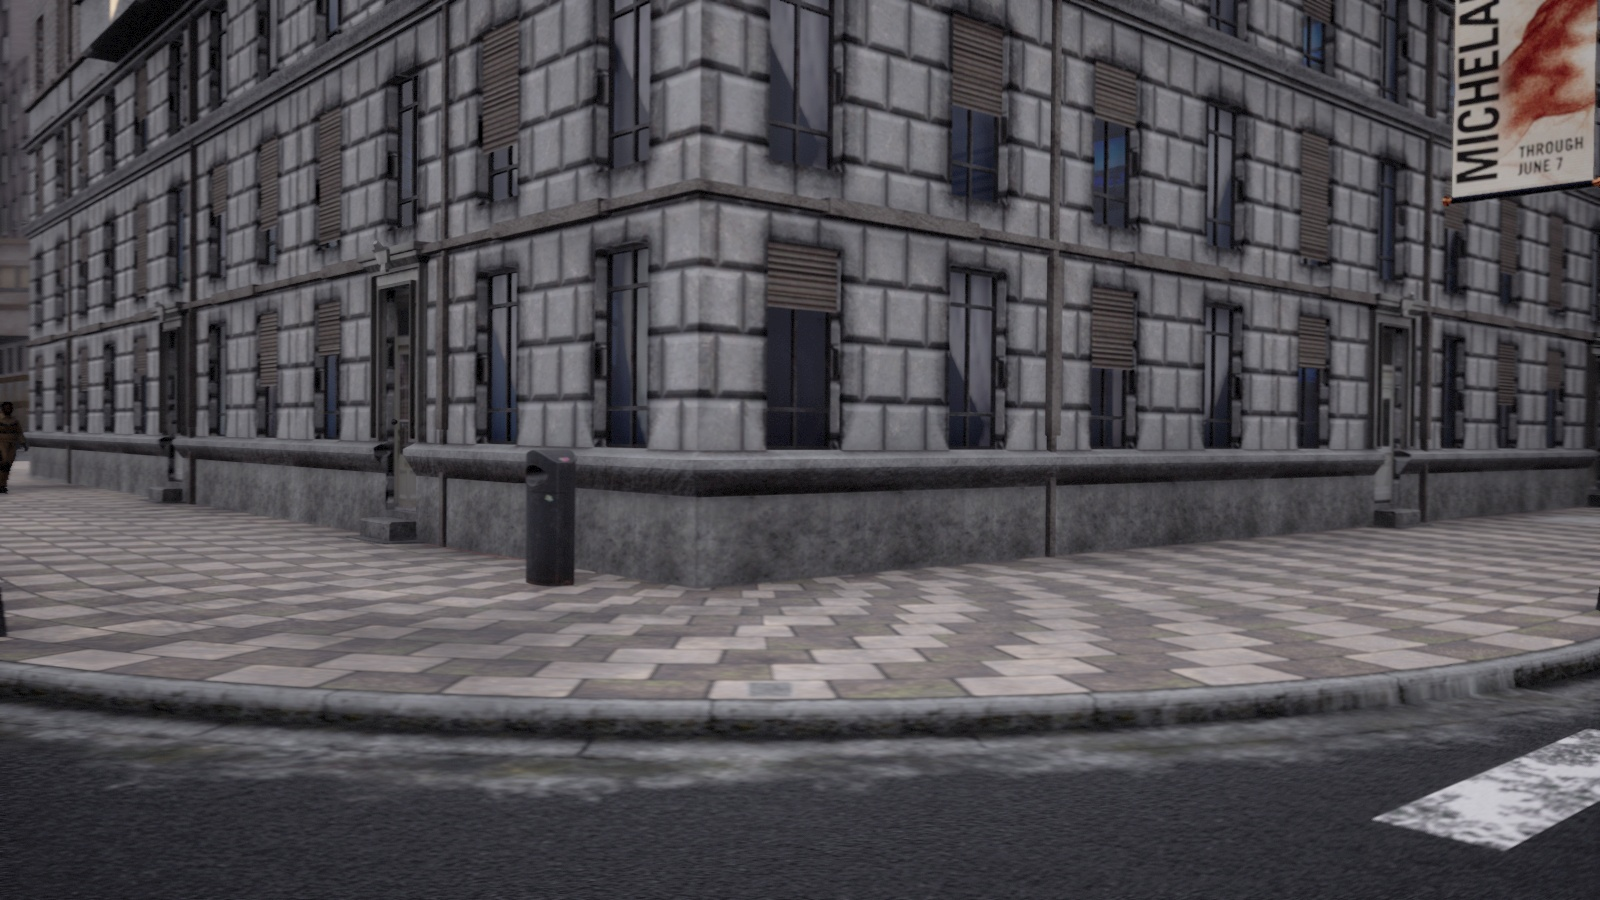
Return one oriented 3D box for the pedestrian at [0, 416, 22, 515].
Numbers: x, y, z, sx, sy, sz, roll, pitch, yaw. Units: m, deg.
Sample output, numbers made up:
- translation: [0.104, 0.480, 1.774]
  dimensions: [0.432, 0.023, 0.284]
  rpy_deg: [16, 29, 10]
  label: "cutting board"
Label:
- translation: [-15.727, 0.298, 24.767]
  dimensions: [0.692, 1.930, 0.396]
  rpy_deg: [0, 1, 37]
  label: "pedestrian"
